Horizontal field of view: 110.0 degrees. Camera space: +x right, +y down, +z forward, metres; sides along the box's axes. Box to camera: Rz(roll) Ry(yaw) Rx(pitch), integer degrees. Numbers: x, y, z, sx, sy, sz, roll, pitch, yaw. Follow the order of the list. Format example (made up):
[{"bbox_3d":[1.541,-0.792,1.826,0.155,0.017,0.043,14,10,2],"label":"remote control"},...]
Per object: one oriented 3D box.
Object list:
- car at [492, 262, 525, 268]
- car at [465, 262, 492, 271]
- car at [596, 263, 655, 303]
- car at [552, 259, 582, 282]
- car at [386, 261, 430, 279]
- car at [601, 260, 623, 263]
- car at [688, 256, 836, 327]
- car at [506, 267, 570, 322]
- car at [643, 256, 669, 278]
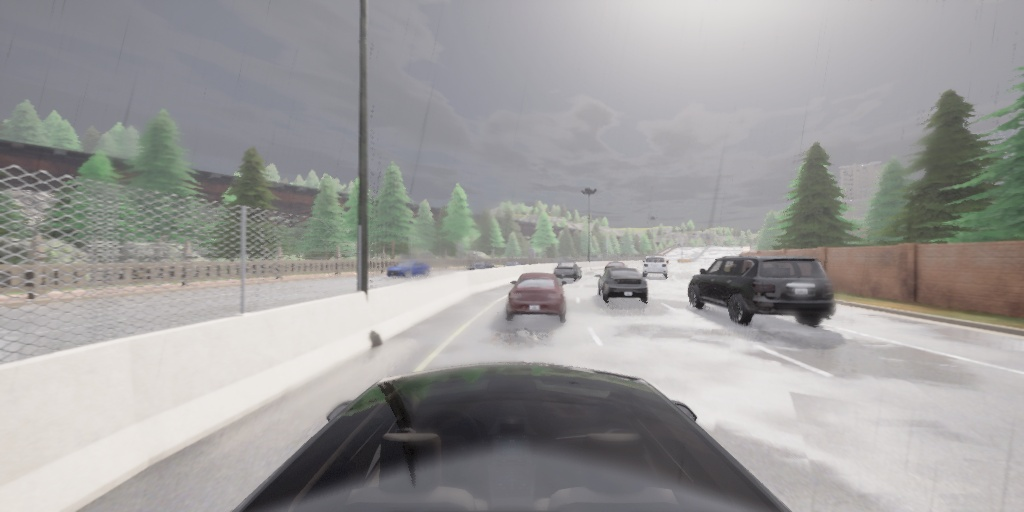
[{"bbox_3d":[0.179,1.300,38.642,2.033,1.411,5.357,0,0,22],"label":"car"},{"bbox_3d":[-3.412,1.301,38.824,1.994,1.385,4.181,0,0,21],"label":"car"},{"bbox_3d":[5.117,1.278,16.916,1.837,1.490,4.892,0,0,10],"label":"car"},{"bbox_3d":[4.681,1.264,29.735,2.128,1.511,4.902,0,0,17],"label":"car"},{"bbox_3d":[-9.297,1.188,32.454,1.882,1.535,5.008,0,0,18],"label":"car"},{"bbox_3d":[10.052,1.274,34.462,1.882,1.535,5.008,0,0,21],"label":"car"},{"bbox_3d":[7.862,1.007,11.992,2.150,2.045,5.566,0,0,7],"label":"car"},{"bbox_3d":[0.899,1.281,12.323,1.812,1.442,4.674,0,0,7],"label":"car"},{"bbox_3d":[14.222,1.036,35.543,2.150,2.045,5.566,0,0,23],"label":"car"}]
